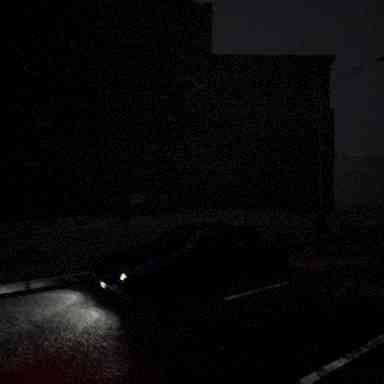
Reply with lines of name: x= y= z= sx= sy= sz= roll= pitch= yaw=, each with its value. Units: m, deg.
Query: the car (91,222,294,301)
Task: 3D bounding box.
car: x=0.304 y=1.519 z=8.483 sx=5.357 sy=1.411 sz=2.033 roll=-1 pitch=0 yaw=-36
